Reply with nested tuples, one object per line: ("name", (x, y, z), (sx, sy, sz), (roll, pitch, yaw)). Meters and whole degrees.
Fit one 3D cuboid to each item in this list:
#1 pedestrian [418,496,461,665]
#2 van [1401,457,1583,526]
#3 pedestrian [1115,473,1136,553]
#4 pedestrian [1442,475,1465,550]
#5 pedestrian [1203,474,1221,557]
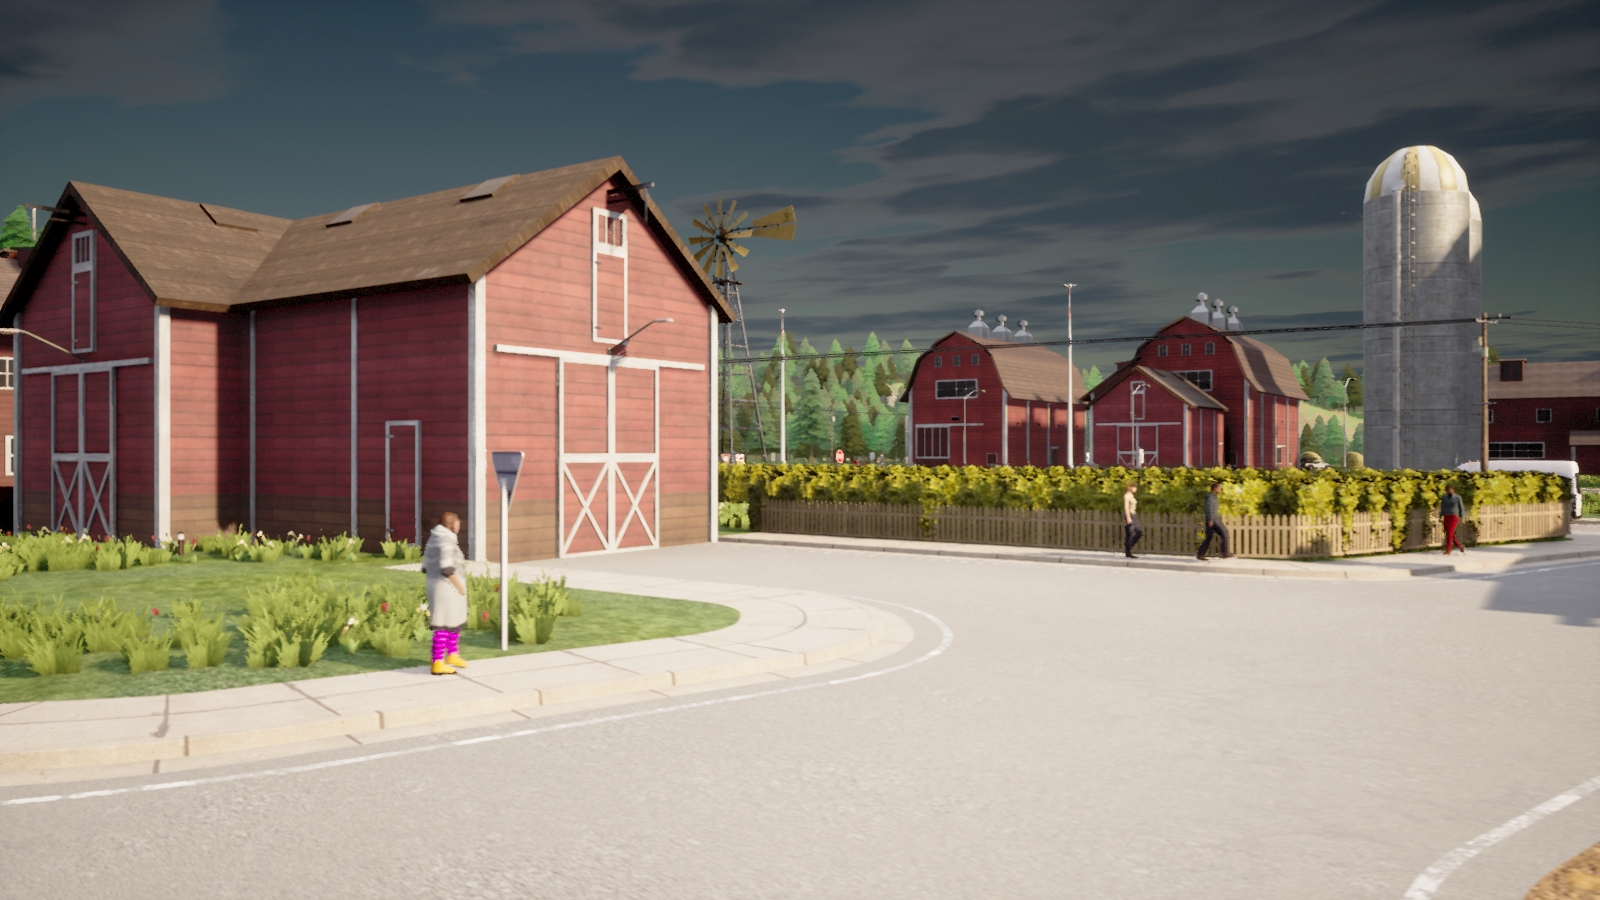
("pedestrian", (-4.100, 1.468, 12.989), (0.375, 1.860, 0.375), (0, 0, -34))
("van", (27.128, 1.550, 44.918), (5.915, 2.561, 1.988), (0, 0, 38))
("pedestrian", (7.661, 1.477, 26.853), (0.375, 1.860, 0.375), (0, 0, 34))
("pedestrian", (16.421, 1.565, 28.710), (0.375, 1.860, 0.375), (0, 0, -31))
("pedestrian", (9.345, 1.477, 25.925), (0.375, 1.860, 0.375), (0, 0, 17))
